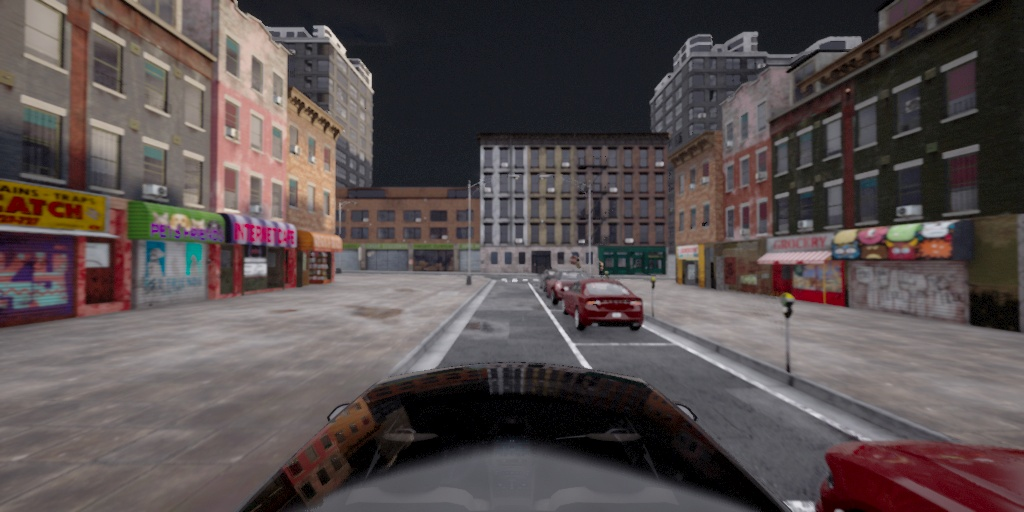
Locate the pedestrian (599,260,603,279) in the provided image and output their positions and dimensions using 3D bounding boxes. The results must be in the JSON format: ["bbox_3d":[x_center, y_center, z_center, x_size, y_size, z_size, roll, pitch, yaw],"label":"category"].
[{"bbox_3d":[8.001,1.252,32.201,0.375,1.860,0.375,0,-1,0],"label":"pedestrian"}]

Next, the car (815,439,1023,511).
[{"bbox_3d":[2.639,1.284,0.256,1.888,1.381,4.507,0,0,0],"label":"car"}]

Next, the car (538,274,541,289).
[{"bbox_3d":[2.632,1.467,22.270,2.007,1.370,4.403,0,0,0],"label":"car"}]

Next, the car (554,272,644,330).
[{"bbox_3d":[2.635,1.371,11.263,1.888,1.381,4.507,0,0,0],"label":"car"}]

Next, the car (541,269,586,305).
[{"bbox_3d":[2.634,1.311,16.766,1.967,1.591,4.097,0,0,0],"label":"car"}]

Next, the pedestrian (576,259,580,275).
[{"bbox_3d":[6.001,1.140,32.803,0.375,1.860,0.375,0,-1,0],"label":"pedestrian"}]
